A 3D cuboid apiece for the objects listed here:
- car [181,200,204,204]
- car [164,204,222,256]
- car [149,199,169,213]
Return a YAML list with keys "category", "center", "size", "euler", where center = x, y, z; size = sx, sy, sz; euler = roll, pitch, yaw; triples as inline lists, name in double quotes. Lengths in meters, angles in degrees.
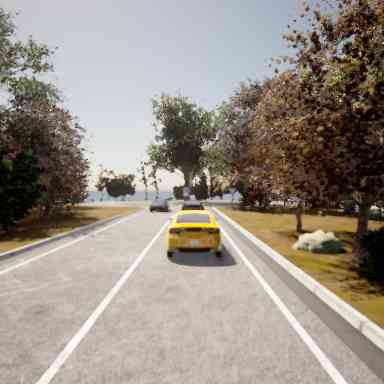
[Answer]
- category: "car"
  center: [0.078, 1.412, 29.224]
  size: [1.882, 1.535, 5.008]
  euler: [0, 0, 0]
- category: "car"
  center: [0.072, 1.449, 13.035]
  size: [1.882, 1.535, 5.008]
  euler: [0, 0, 0]
- category: "car"
  center: [-3.546, 1.465, 36.771]
  size: [2.033, 1.411, 5.357]
  euler: [0, 0, 1]
